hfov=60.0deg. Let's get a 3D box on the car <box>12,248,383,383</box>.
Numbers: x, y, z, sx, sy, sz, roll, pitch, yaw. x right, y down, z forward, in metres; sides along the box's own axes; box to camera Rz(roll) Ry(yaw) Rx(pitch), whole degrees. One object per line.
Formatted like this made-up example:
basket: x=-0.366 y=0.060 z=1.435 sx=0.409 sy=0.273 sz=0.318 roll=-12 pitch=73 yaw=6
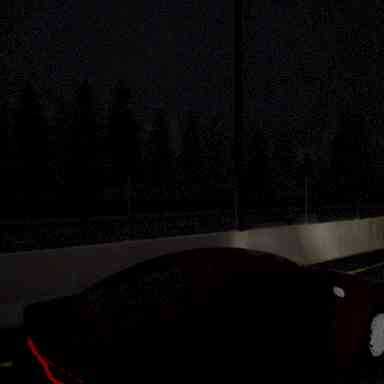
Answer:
car: x=0.599 y=1.461 z=4.167 sx=5.008 sy=1.535 sz=1.882 roll=0 pitch=0 yaw=-35
